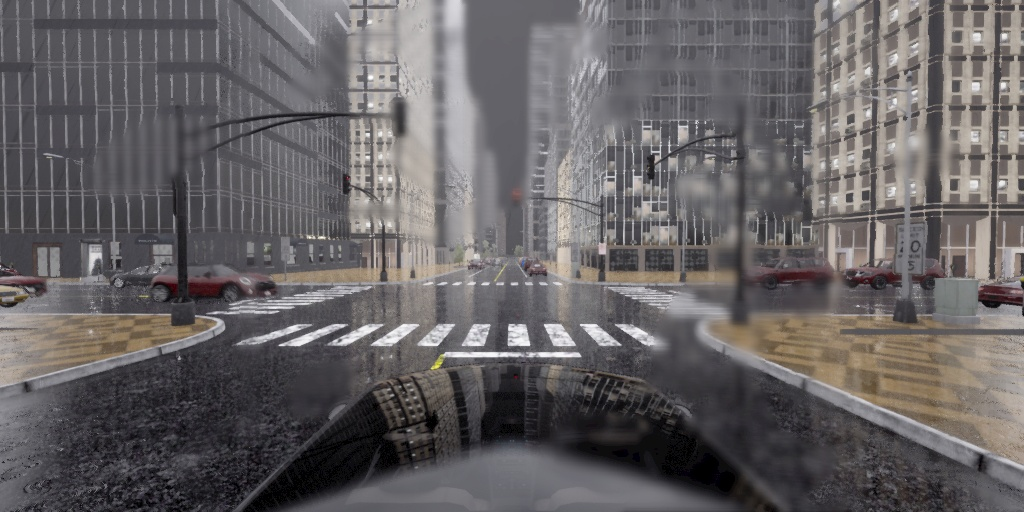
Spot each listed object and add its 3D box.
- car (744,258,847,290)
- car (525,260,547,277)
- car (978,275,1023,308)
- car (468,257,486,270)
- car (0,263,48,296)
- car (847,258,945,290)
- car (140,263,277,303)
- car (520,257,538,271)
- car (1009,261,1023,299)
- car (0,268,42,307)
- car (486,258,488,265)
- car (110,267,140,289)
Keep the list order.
[{"bbox_3d":[16.569,1.024,21.637,5.009,1.841,2.192,0,0,0],"label":"car"},{"bbox_3d":[2.545,1.319,35.776,1.802,1.307,4.207,0,0,0],"label":"car"},{"bbox_3d":[20.185,1.418,13.505,4.207,1.307,1.802,0,0,0],"label":"car"},{"bbox_3d":[-5.296,1.168,52.328,1.967,1.591,4.097,0,0,0],"label":"car"},{"bbox_3d":[-24.116,1.222,16.105,5.008,1.535,1.882,0,1,0],"label":"car"},{"bbox_3d":[22.900,1.032,21.649,5.009,1.841,2.192,0,0,0],"label":"car"},{"bbox_3d":[-13.242,1.095,16.124,4.553,1.767,2.097,0,1,0],"label":"car"},{"bbox_3d":[2.571,1.046,46.826,2.192,1.841,5.009,0,0,0],"label":"car"},{"bbox_3d":[26.206,1.155,16.197,4.553,1.767,2.097,0,1,0],"label":"car"},{"bbox_3d":[-21.256,1.301,13.427,4.829,1.417,1.751,0,0,0],"label":"car"},{"bbox_3d":[-5.294,1.307,57.853,1.802,1.307,4.207,0,0,0],"label":"car"},{"bbox_3d":[-21.442,1.204,21.565,4.403,1.370,2.007,0,0,0],"label":"car"}]
